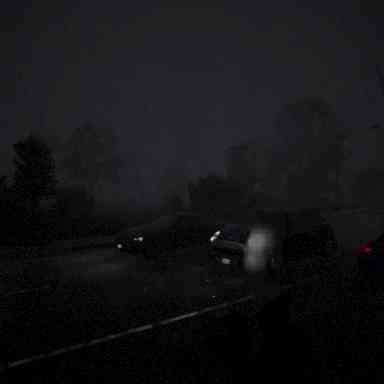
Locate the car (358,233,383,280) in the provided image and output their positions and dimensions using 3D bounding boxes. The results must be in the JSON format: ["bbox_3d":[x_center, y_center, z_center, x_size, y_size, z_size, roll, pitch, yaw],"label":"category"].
[{"bbox_3d":[6.141,1.521,8.758,4.181,1.385,1.994,0,0,-39],"label":"car"}]

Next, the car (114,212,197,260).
[{"bbox_3d":[-0.594,1.507,12.523,4.674,1.442,1.812,0,0,-39],"label":"car"}]

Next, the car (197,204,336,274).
[{"bbox_3d":[2.660,1.322,10.675,4.553,1.767,2.097,0,0,-40],"label":"car"}]
